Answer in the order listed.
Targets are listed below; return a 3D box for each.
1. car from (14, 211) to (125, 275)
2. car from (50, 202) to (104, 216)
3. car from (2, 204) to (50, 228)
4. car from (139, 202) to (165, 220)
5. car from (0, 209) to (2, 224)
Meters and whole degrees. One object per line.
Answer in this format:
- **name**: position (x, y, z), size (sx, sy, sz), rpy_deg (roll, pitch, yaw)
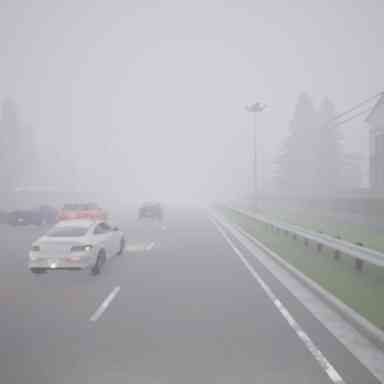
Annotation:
- **car**: position (-3.403, 1.560, 10.480), size (1.812, 1.442, 4.674), rpy_deg (0, 0, 0)
- **car**: position (-6.907, 1.420, 21.277), size (2.097, 1.767, 4.553), rpy_deg (0, 0, 0)
- **car**: position (-10.407, 1.550, 22.659), size (1.882, 1.535, 5.008), rpy_deg (0, 0, 0)
- **car**: position (-3.407, 1.570, 28.932), size (1.882, 1.535, 5.008), rpy_deg (0, 0, 0)
- **car**: position (-13.905, 1.636, 22.506), size (1.994, 1.385, 4.181), rpy_deg (0, 0, 0)
